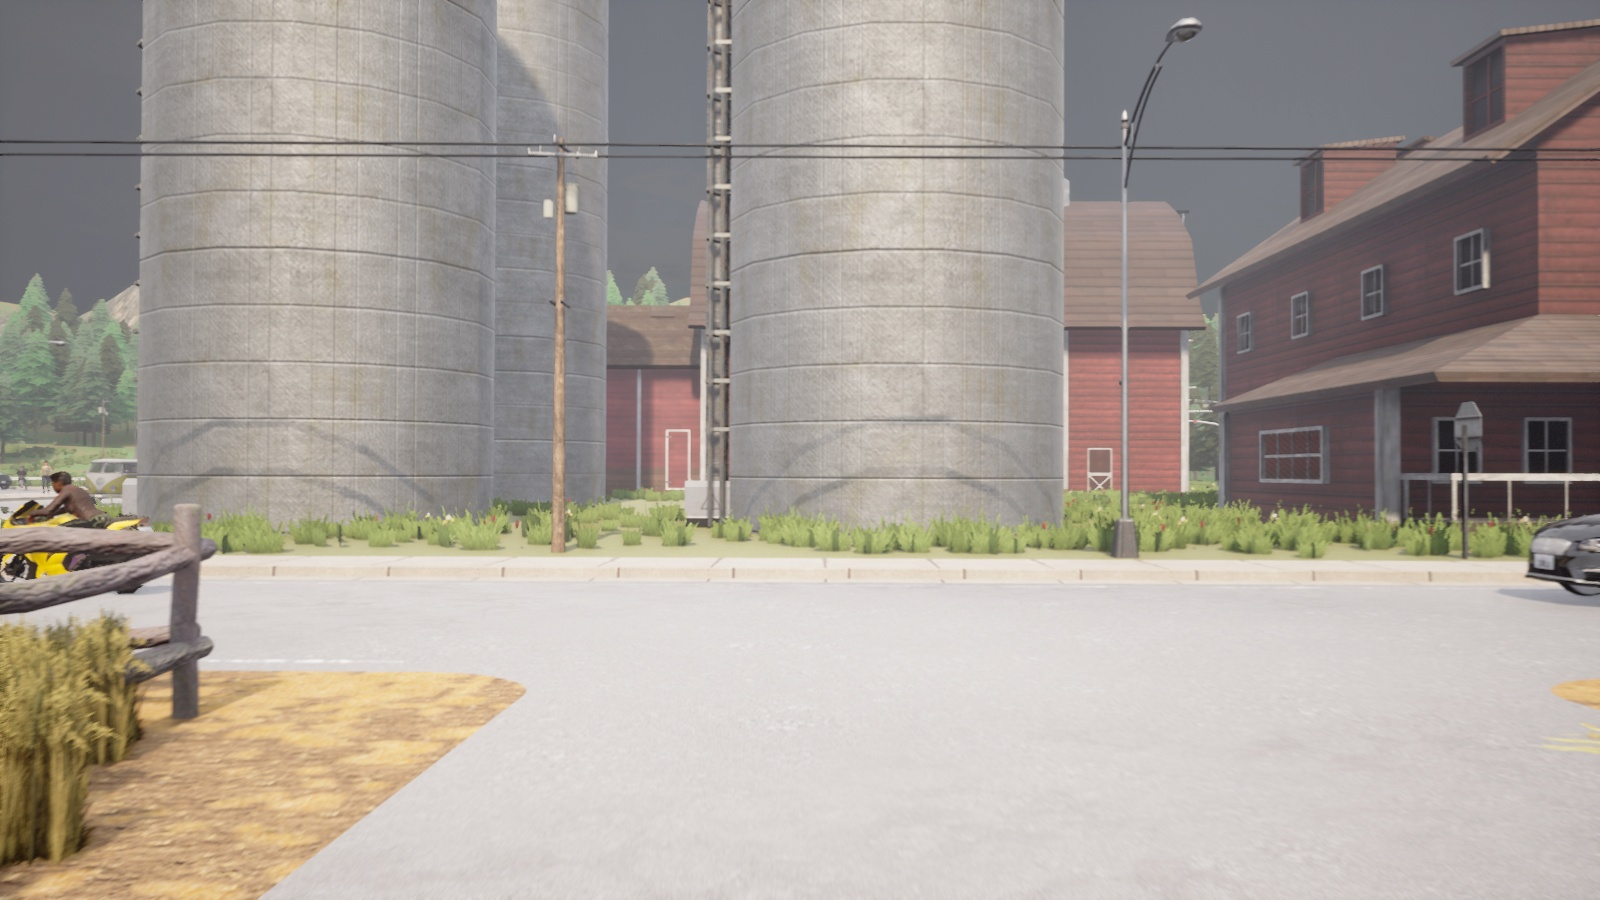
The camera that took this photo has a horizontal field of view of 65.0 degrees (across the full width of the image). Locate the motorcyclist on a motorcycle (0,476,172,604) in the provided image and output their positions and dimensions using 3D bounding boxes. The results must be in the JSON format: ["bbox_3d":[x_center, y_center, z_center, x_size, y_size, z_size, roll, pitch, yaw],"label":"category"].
[{"bbox_3d":[-9.001,1.094,15.549,2.044,1.523,0.797,0,-1,2],"label":"motorcyclist on a motorcycle"}]

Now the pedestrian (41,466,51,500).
[{"bbox_3d":[-40.563,1.773,67.541,0.345,1.836,0.594,0,-1,-22],"label":"pedestrian"}]

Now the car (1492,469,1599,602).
[{"bbox_3d":[11.521,0.980,15.374,4.902,1.511,2.128,0,-1,1],"label":"car"}]

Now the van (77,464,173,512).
[{"bbox_3d":[-29.091,1.598,54.303,1.775,1.987,4.442,0,-1,0],"label":"van"}]
